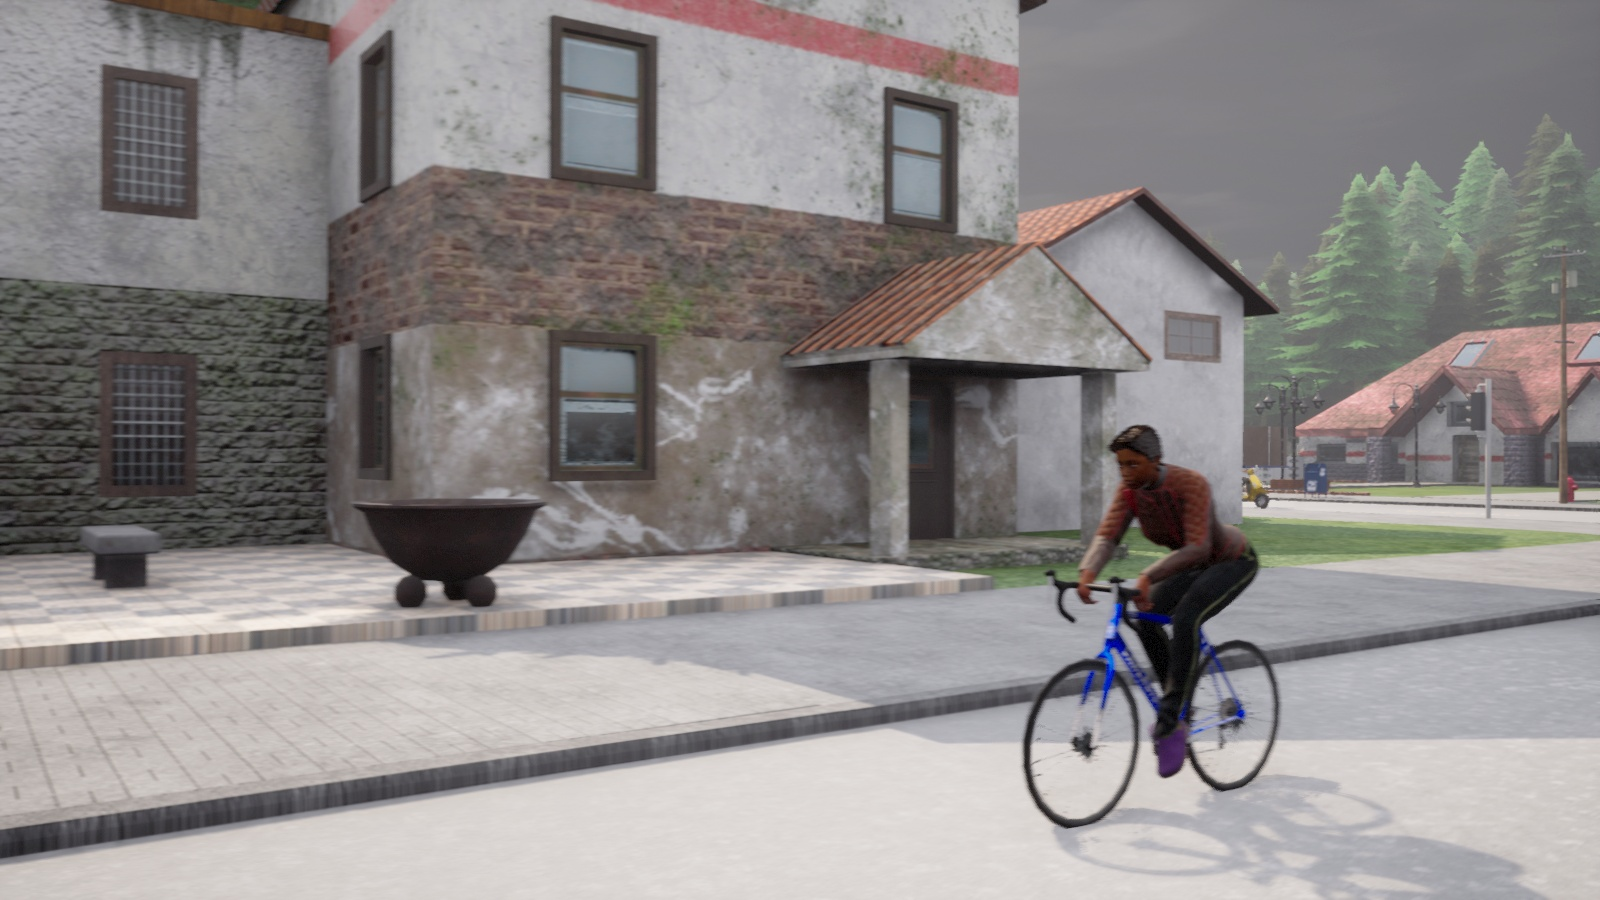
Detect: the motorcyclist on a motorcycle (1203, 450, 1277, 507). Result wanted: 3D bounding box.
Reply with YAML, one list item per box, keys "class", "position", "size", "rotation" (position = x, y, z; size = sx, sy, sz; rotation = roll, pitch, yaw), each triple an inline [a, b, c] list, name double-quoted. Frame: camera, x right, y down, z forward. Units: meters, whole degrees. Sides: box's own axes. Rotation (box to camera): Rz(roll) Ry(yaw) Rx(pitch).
- class: "motorcyclist on a motorcycle"
  position: [12.543, 0.795, 35.856]
  size: [0.866, 1.590, 1.817]
  rotation: [0, 0, -35]

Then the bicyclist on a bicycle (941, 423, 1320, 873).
- class: "bicyclist on a bicycle"
  position: [1.413, 0.712, 5.236]
  size: [1.656, 1.620, 0.582]
  rotation: [0, 0, -35]
